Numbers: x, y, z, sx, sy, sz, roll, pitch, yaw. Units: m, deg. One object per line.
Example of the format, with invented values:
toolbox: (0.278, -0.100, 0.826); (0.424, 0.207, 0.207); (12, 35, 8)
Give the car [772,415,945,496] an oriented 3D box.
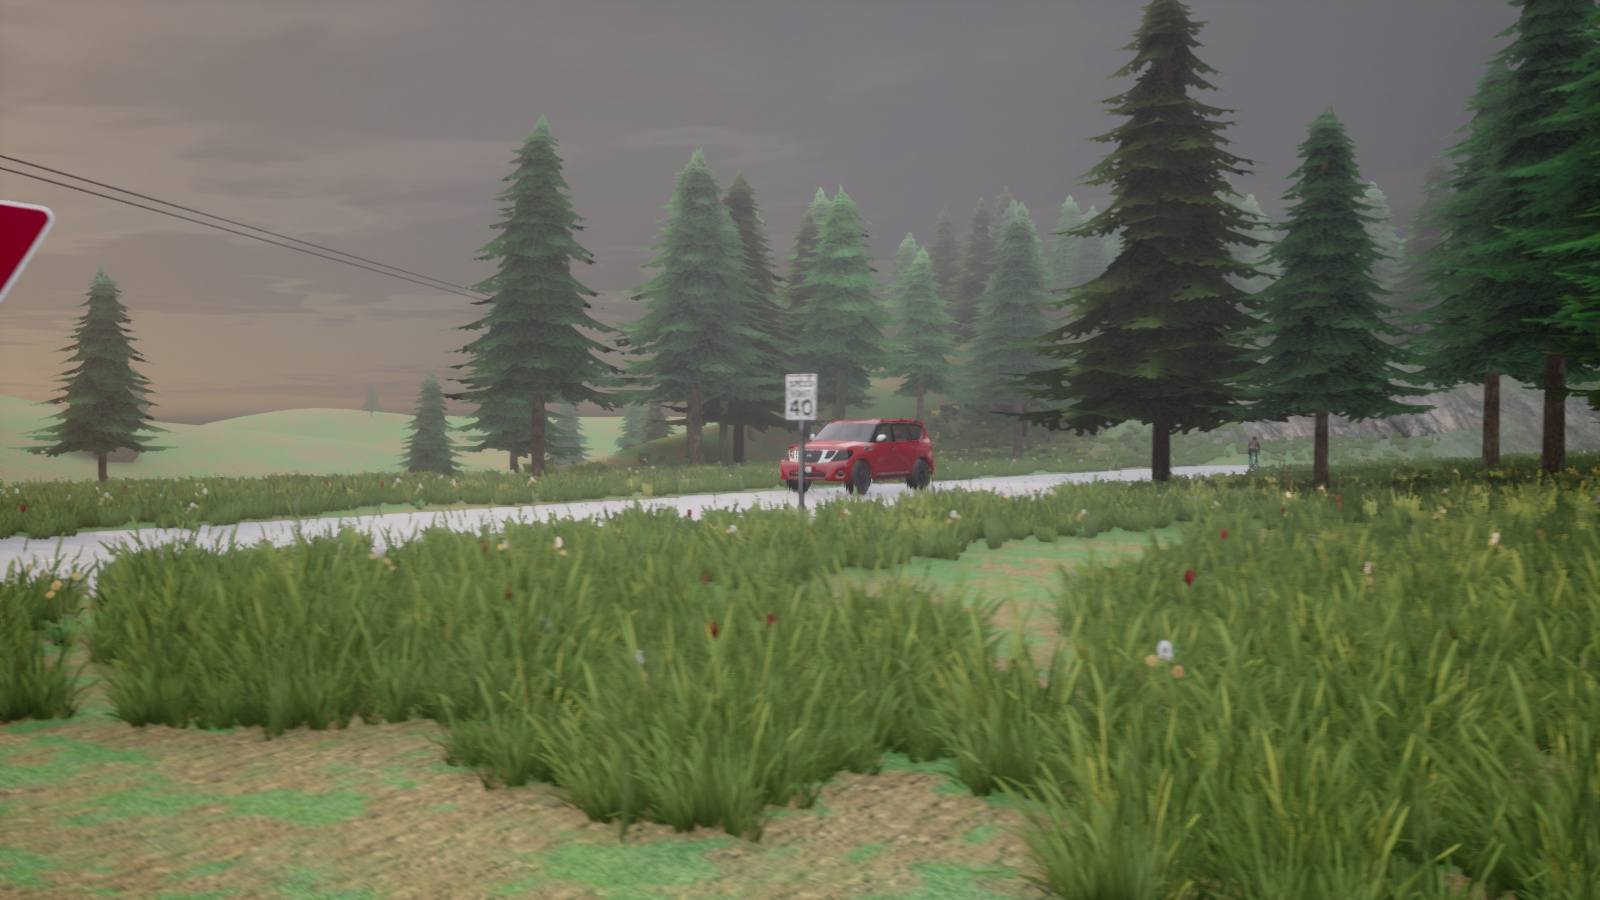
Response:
car: (1.719, 0.099, 34.488); (2.150, 2.045, 5.566); (0, 1, 34)
